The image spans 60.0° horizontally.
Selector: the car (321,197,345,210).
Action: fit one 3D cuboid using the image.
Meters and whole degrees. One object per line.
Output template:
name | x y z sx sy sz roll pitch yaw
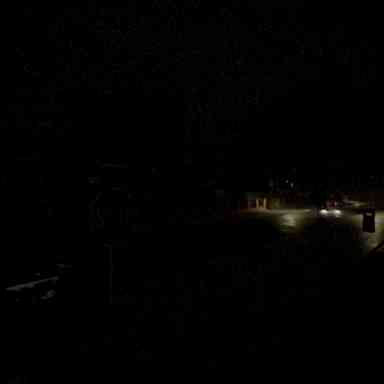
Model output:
car | 18.546 1.409 43.668 2.097 1.767 4.553 0 0 36
